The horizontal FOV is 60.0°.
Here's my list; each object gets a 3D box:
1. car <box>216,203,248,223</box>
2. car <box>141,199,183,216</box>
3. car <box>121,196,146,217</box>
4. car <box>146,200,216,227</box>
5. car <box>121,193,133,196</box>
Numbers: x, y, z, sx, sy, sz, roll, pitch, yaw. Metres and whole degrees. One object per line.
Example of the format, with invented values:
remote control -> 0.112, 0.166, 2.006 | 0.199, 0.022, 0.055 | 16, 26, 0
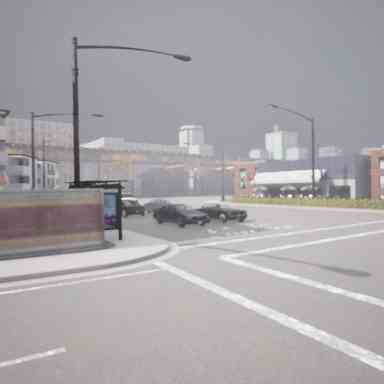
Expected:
car -> 2.026, 1.527, 24.967 | 1.895, 1.301, 4.718 | -1, 1, -32
car -> -3.108, 1.468, 33.117 | 2.033, 1.411, 5.357 | -1, 1, -32
car -> -6.064, 1.462, 31.351 | 1.882, 1.535, 5.008 | -1, 1, -31
car -> -0.913, 1.539, 23.060 | 2.033, 1.411, 5.357 | -1, 1, -32
car -> -8.503, 1.131, 42.321 | 2.150, 2.045, 5.566 | -1, 1, -27
